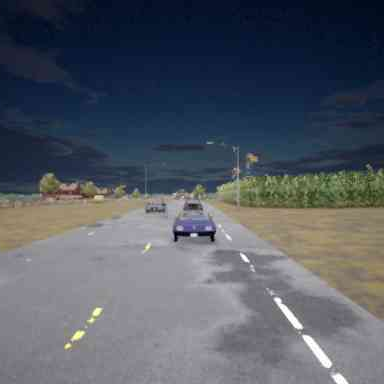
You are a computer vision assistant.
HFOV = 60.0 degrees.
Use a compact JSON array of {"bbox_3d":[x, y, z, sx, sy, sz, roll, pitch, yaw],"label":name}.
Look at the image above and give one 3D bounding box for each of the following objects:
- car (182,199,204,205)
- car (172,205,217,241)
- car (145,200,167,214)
[{"bbox_3d":[0.090,1.427,33.154,1.837,1.490,4.892,0,0,0],"label":"car"},{"bbox_3d":[0.096,1.528,16.088,1.895,1.301,4.718,0,0,0],"label":"car"},{"bbox_3d":[-3.600,1.485,33.856,1.994,1.385,4.181,0,0,0],"label":"car"}]
